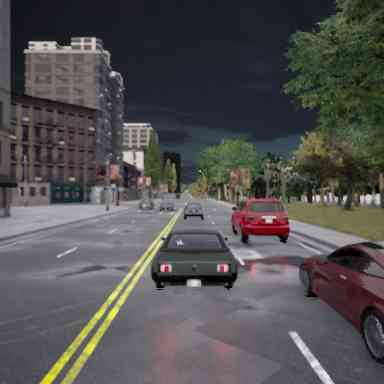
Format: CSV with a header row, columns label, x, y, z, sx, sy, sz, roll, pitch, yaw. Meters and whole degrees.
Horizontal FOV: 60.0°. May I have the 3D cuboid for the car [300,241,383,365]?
label,x,y,z,sx,sy,sz,roll,pitch,yaw
car,3.356,1.570,5.734,1.812,1.442,4.674,0,0,1

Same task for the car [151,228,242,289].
label,x,y,z,sx,sy,sz,roll,pitch,yaw
car,0.072,1.672,9.314,1.895,1.301,4.718,0,0,1

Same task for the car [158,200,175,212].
label,x,y,z,sx,sy,sz,roll,pitch,yaw
car,-3.252,1.820,43.486,1.837,1.490,4.892,0,-1,0

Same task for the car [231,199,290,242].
label,x,y,z,sx,sy,sz,roll,pitch,yaw
car,3.368,1.353,17.193,2.150,2.045,5.566,0,0,0

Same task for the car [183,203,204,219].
label,x,y,z,sx,sy,sz,roll,pitch,yaw
car,0.143,1.777,31.500,2.033,1.411,5.357,0,0,0

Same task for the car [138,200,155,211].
label,x,y,z,sx,sy,sz,roll,pitch,yaw
car,-6.463,1.834,47.637,2.128,1.511,4.902,0,-1,1
